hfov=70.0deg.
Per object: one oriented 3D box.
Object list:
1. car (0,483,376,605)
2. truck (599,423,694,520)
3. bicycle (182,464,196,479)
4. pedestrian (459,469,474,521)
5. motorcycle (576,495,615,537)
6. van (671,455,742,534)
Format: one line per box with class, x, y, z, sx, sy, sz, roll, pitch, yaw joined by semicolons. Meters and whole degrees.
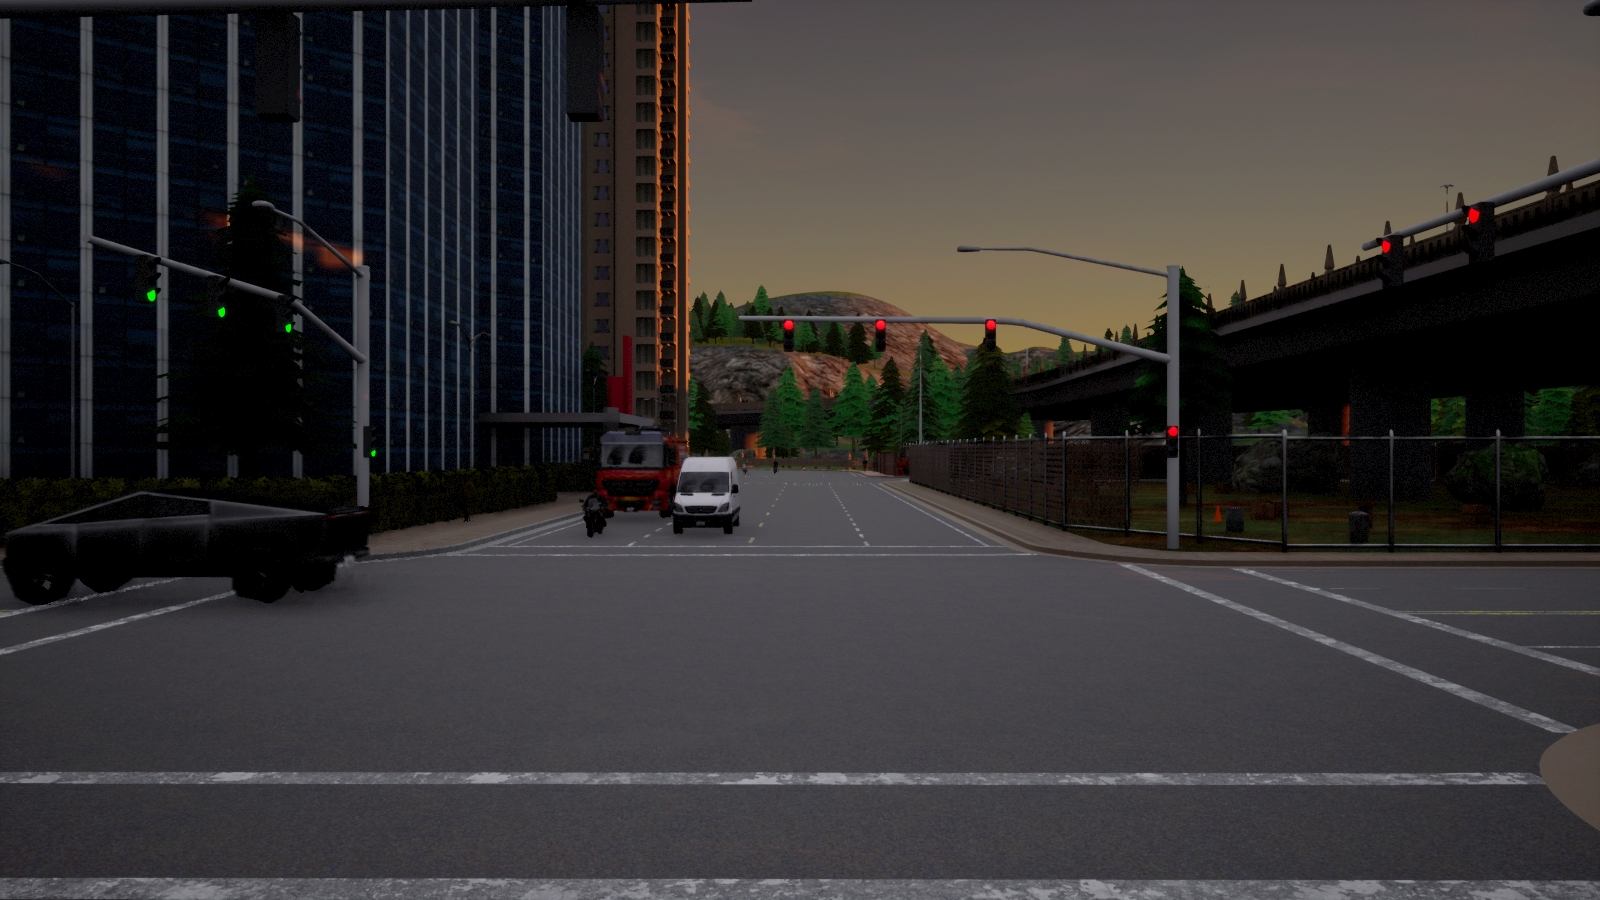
car;-11.724;1.744;21.924;6.274;2.098;2.390;0;0;0
truck;-6.410;0.835;49.122;2.891;3.827;8.468;0;0;0
bicycle;-58.833;2.060;109.973;0.329;1.471;1.835;0;0;1
pedestrian;-12.154;1.642;41.614;0.375;1.860;0.375;0;0;11
motorcycle;-6.735;2.150;37.693;0.867;1.251;2.209;0;0;0
van;-3.226;1.479;40.346;1.988;2.561;5.915;0;0;0
